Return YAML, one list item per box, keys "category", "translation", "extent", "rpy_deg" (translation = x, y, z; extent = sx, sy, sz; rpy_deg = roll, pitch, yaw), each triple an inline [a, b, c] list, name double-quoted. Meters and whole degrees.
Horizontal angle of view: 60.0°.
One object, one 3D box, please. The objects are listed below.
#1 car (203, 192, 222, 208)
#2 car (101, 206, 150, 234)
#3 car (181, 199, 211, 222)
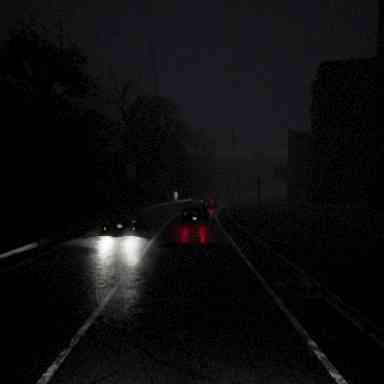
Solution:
- category: "car"
  translation: [2.237, 1.182, 41.513]
  extent: [1.812, 1.442, 4.674]
  rpy_deg: [1, 1, 11]
- category: "car"
  translation: [-3.521, 1.460, 18.205]
  extent: [1.994, 1.385, 4.181]
  rpy_deg: [0, 0, 1]
- category: "car"
  translation: [0.265, 1.466, 24.571]
  extent: [1.895, 1.301, 4.718]
  rpy_deg: [0, 0, 2]
